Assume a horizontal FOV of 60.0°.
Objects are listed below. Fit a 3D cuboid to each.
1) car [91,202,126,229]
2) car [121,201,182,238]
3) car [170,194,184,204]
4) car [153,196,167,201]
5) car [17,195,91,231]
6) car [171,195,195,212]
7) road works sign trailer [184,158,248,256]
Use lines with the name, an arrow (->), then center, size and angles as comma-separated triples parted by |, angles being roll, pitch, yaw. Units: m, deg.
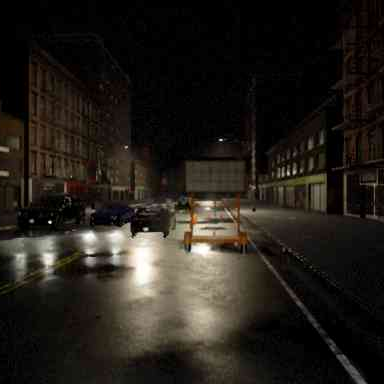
car -> -5.172, 1.464, 22.006 | 1.882, 1.535, 5.008 | 0, 0, 3
car -> -1.966, 1.481, 17.765 | 2.128, 1.511, 4.902 | 0, 0, 3
car -> -2.728, 1.323, 62.440 | 2.097, 1.767, 4.553 | 0, 0, 4
car -> -5.981, 1.448, 62.500 | 1.882, 1.535, 5.008 | 0, 0, 4
car -> -8.504, 1.208, 20.728 | 2.150, 2.045, 5.566 | 0, 0, 3
car -> -0.751, 1.331, 38.234 | 2.097, 1.767, 4.553 | 0, 0, 4
road works sign trailer -> 0.911, 0.457, 13.087 | 2.380, 3.560, 2.880 | 0, 0, 3
